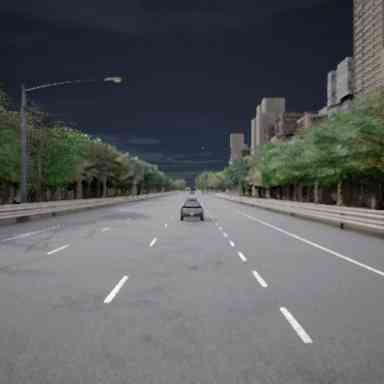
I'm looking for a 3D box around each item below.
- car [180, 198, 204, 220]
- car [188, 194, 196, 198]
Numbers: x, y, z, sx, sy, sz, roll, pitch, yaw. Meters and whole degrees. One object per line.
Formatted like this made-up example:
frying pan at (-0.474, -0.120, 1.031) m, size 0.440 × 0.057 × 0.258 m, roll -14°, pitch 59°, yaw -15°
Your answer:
car at (0.003, 1.509, 28.025) m, size 2.128 × 1.511 × 4.902 m, roll 0°, pitch 0°, yaw 0°
car at (0.008, 1.507, 55.162) m, size 1.837 × 1.490 × 4.892 m, roll 0°, pitch 0°, yaw 0°
